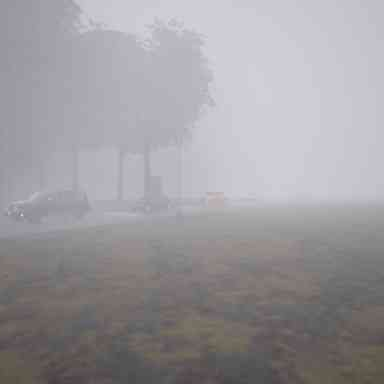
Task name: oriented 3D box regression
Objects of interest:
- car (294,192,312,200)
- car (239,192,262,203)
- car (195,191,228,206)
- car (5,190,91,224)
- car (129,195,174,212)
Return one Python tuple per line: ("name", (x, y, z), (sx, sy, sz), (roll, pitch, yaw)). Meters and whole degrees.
("car", (19.273, 0.647, 57.661), (1.895, 1.301, 4.718), (1, 1, 36))
("car", (8.388, 0.706, 47.432), (1.812, 1.442, 4.674), (1, 1, 36))
("car", (2.325, 0.680, 39.045), (2.097, 1.767, 4.553), (1, 1, 36))
("car", (-9.509, 0.894, 22.509), (2.150, 2.045, 5.566), (1, 2, 34))
("car", (-3.674, 0.999, 30.690), (1.837, 1.490, 4.892), (1, 2, 36))
